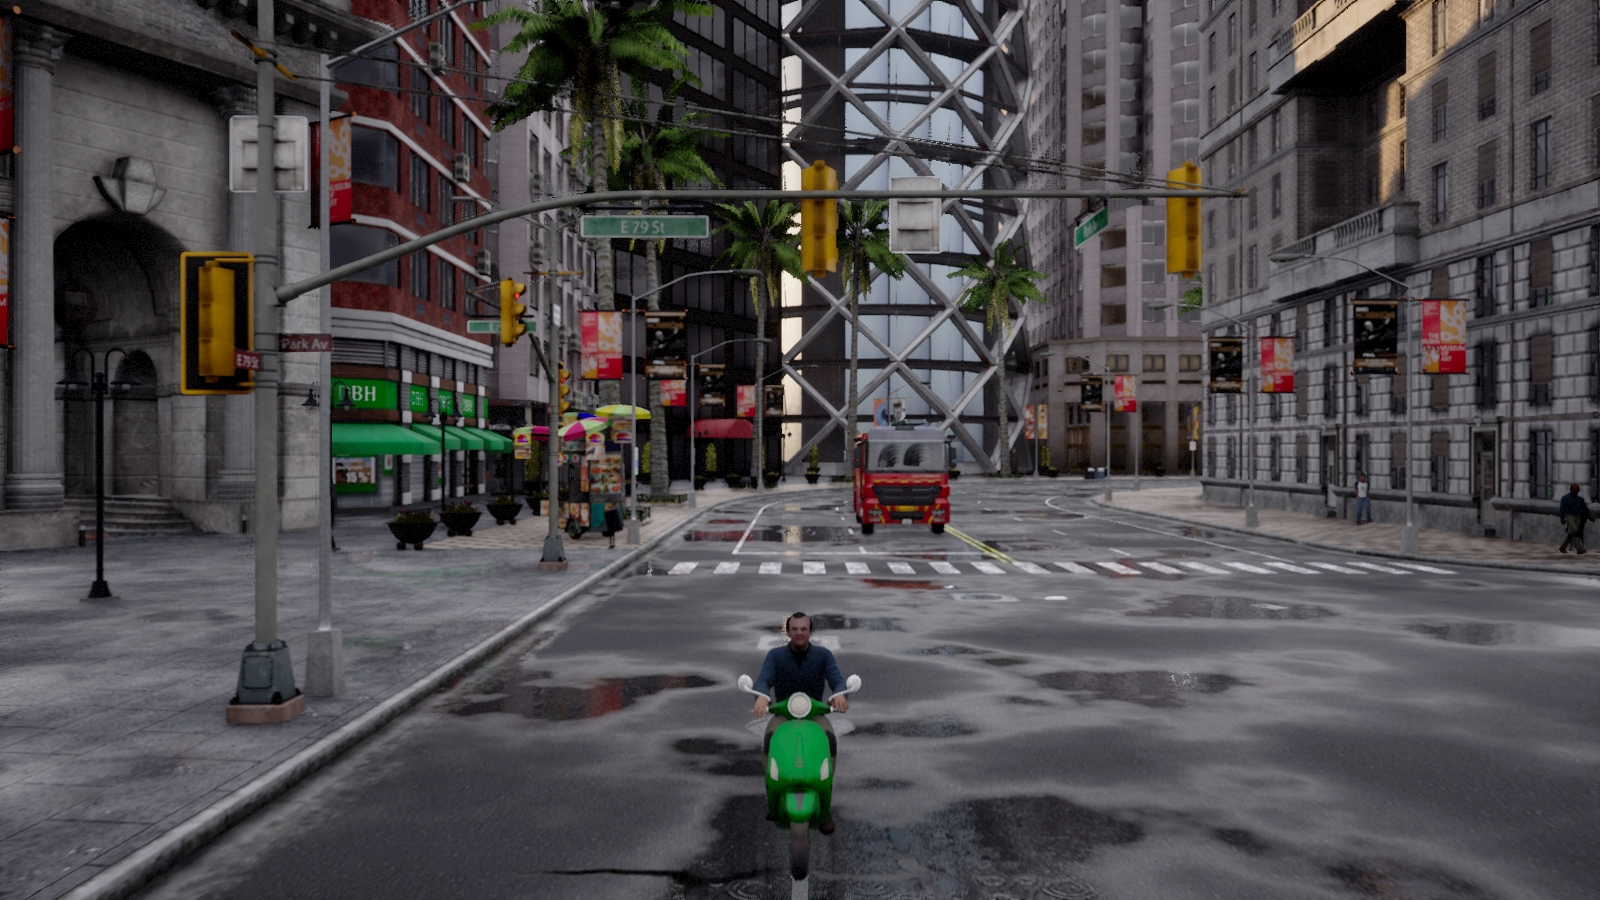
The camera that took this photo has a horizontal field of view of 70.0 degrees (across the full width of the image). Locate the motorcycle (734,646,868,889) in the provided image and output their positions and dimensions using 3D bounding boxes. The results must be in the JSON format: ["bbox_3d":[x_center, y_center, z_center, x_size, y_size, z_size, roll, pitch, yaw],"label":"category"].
[{"bbox_3d":[0.007,2.175,8.174,0.856,1.236,1.805,0,0,0],"label":"motorcycle"}]

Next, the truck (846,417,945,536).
[{"bbox_3d":[3.250,0.862,41.023,2.891,3.827,8.468,0,0,0],"label":"truck"}]

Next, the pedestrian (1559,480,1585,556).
[{"bbox_3d":[19.175,1.676,28.374,0.375,1.860,0.375,0,0,0],"label":"pedestrian"}]

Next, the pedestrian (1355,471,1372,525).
[{"bbox_3d":[19.541,1.668,39.620,0.375,1.860,0.375,0,0,0],"label":"pedestrian"}]
